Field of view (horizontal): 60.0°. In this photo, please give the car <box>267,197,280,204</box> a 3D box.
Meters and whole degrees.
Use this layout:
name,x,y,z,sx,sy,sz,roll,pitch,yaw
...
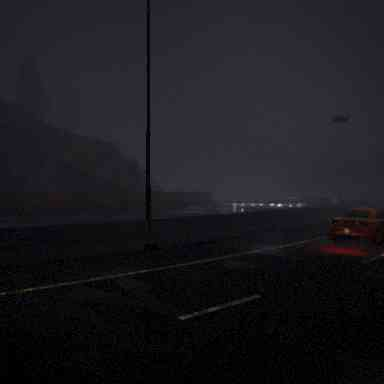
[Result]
name,x,y,z,sx,sy,sz,roll,pitch,yaw
car,16.126,1.656,65.582,1.895,1.301,4.718,0,0,5

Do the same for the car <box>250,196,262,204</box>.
name,x,y,z,sx,sy,sz,roll,pitch,yaw
car,12.640,1.513,65.887,1.882,1.535,5.008,0,0,5

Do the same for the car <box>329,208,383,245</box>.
name,x,y,z,sx,sy,sz,roll,pitch,yaw
car,8.194,1.486,15.710,1.882,1.535,5.008,0,0,44

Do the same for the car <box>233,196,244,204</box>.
name,x,y,z,sx,sy,sz,roll,pitch,yaw
car,9.150,1.561,66.162,1.837,1.490,4.892,0,0,5

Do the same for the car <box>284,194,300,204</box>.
name,x,y,z,sx,sy,sz,roll,pitch,yaw
car,19.616,1.328,65.306,2.150,2.045,5.566,0,0,5
